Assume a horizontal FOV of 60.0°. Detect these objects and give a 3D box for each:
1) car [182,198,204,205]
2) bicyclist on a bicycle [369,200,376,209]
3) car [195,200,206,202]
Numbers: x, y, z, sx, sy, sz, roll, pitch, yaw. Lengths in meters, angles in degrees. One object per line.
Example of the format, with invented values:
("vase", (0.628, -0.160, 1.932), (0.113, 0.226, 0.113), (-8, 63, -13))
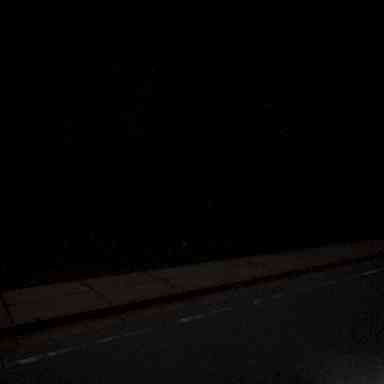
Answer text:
("car", (0.150, 1.964, 68.469), (2.033, 1.411, 5.357), (1, 0, -34))
("bicyclist on a bicycle", (22.752, 1.814, 41.790), (1.656, 1.620, 0.582), (22, -28, -26))
("car", (1.354, 1.967, 60.456), (1.895, 1.301, 4.718), (1, 0, -34))
